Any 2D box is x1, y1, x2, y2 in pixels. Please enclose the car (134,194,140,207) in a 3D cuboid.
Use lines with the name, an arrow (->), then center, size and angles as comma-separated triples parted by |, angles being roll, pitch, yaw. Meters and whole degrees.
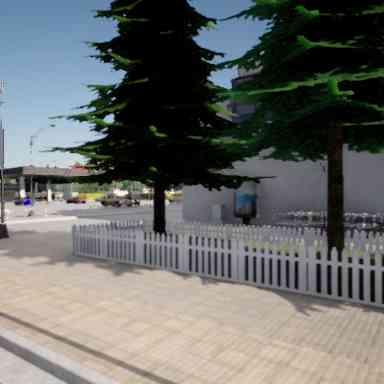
car -> -9.593, 1.261, 50.020 | 3.866, 1.878, 1.905 | 0, 0, 36

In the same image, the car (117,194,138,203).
car -> -14.231, 1.368, 73.140 | 4.605, 1.855, 1.932 | 0, 0, 36

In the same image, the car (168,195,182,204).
car -> -2.046, 1.336, 60.351 | 5.027, 1.636, 2.152 | 0, 0, 36

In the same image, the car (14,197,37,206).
car -> -28.082, 1.597, 55.457 | 3.633, 1.501, 1.845 | 0, 0, 36

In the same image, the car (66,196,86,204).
car -> -22.153, 1.574, 63.501 | 4.514, 1.523, 2.007 | 0, 0, 36

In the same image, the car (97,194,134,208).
car -> -10.974, 1.280, 47.430 | 4.605, 1.855, 1.932 | 0, 0, 36

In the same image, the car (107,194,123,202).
car -> -18.645, 1.387, 80.435 | 3.866, 1.878, 1.905 | 0, 0, 36

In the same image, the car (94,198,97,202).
car -> -21.099, 1.675, 78.110 | 3.806, 1.475, 1.970 | 0, 0, 36
